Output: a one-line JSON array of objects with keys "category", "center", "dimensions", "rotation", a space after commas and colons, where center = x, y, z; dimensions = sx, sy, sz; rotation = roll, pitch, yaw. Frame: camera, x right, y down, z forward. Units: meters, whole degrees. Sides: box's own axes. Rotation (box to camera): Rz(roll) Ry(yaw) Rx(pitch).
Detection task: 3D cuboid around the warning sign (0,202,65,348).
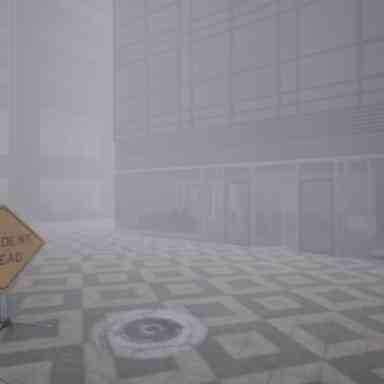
[{"category": "warning sign", "center": [-2.768, 1.100, 4.872], "dimensions": [1.060, 1.860, 1.300], "rotation": [0, 0, 36]}]
